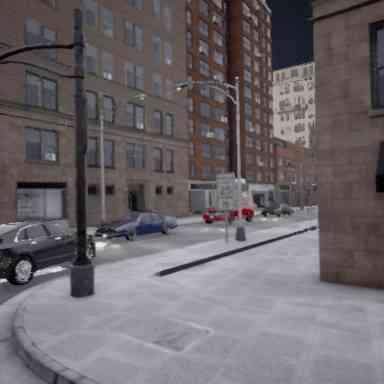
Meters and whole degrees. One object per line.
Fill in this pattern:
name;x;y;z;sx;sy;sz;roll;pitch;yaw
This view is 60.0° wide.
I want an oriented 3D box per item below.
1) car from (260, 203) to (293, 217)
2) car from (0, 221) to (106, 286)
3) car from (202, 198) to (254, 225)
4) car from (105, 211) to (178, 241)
car;9.171;1.865;35.516;2.033;1.411;5.357;-2;-1;36
car;-4.734;1.625;9.827;1.837;1.490;4.892;-4;-1;14
car;3.064;1.497;26.970;2.150;2.045;5.566;-2;-1;36
car;-2.902;1.783;18.621;2.033;1.411;5.357;-2;-1;32
